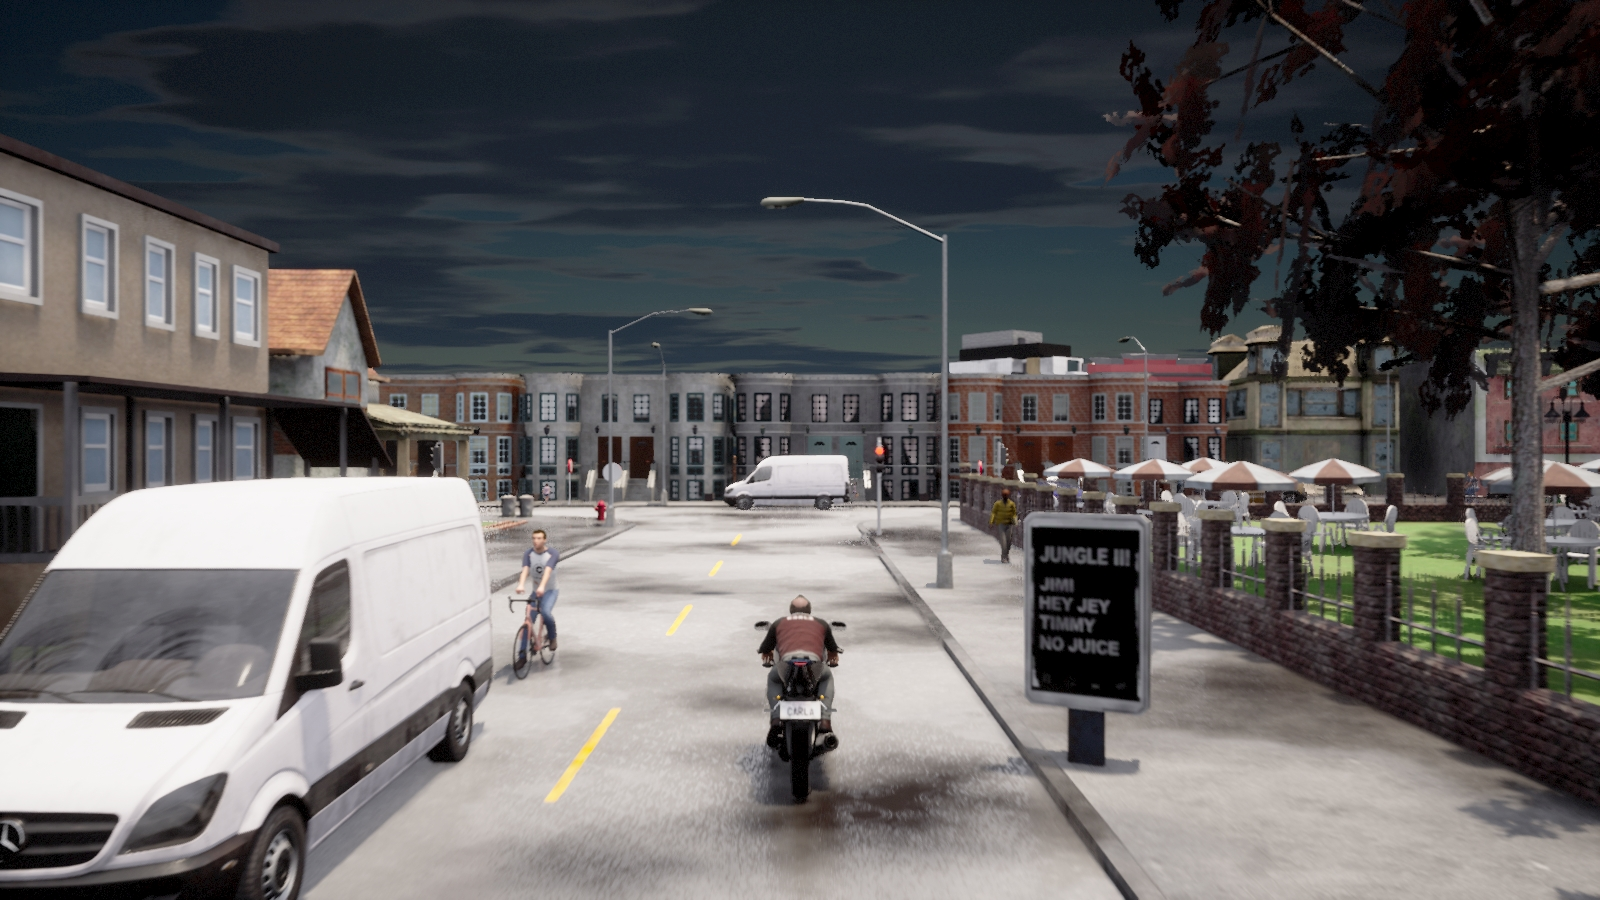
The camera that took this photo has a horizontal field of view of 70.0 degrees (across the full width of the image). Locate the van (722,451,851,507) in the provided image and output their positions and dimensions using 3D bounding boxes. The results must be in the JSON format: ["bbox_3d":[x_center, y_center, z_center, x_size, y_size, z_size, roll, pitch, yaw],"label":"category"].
[{"bbox_3d":[-0.613,1.322,53.648,5.915,2.561,1.988,0,0,0],"label":"van"}]

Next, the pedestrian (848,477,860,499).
[{"bbox_3d":[2.696,1.914,57.349,0.500,1.100,0.500,0,0,-9],"label":"pedestrian"}]

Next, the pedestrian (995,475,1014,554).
[{"bbox_3d":[4.849,1.529,27.113,0.375,1.860,0.375,0,0,2],"label":"pedestrian"}]

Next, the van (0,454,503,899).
[{"bbox_3d":[-3.998,1.316,8.622,1.988,2.561,5.915,0,0,0],"label":"van"}]

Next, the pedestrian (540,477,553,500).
[{"bbox_3d":[-12.566,1.914,56.627,0.500,1.100,0.500,0,0,12],"label":"pedestrian"}]
